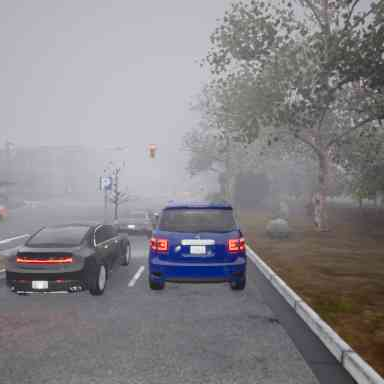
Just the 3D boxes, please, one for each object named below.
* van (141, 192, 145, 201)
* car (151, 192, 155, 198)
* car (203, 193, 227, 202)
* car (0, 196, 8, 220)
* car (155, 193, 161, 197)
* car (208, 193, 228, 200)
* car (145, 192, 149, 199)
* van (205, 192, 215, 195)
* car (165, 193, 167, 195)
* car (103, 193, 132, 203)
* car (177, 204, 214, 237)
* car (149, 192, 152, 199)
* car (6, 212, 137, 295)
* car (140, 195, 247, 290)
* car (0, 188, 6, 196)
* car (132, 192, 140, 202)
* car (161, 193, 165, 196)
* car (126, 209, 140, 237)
[{"bbox_3d":[-13.122,1.093,71.961,4.442,1.987,1.878,-1,0,-14],"label":"van"},{"bbox_3d":[-12.134,1.359,80.928,4.674,1.452,2.002,-1,0,-13],"label":"car"},{"bbox_3d":[4.780,1.142,68.512,4.553,1.767,2.185,1,0,-14],"label":"car"},{"bbox_3d":[-16.586,1.404,25.177,4.553,1.767,2.185,-1,0,-19],"label":"car"},{"bbox_3d":[-11.309,1.358,86.909,4.674,1.452,2.002,-1,0,-12],"label":"car"},{"bbox_3d":[6.595,1.129,83.209,4.553,1.767,2.185,1,0,-12],"label":"car"},{"bbox_3d":[-12.889,1.322,74.932,4.892,1.521,2.231,-1,0,-13],"label":"car"},{"bbox_3d":[4.391,1.043,65.543,4.442,1.987,1.878,1,0,-14],"label":"van"},{"bbox_3d":[-10.427,1.316,92.892,5.008,1.535,2.097,-1,0,-11],"label":"car"},{"bbox_3d":[-14.340,1.359,62.979,4.792,1.488,2.163,-1,0,-15],"label":"car"},{"bbox_3d":[0.204,1.531,19.085,1.837,1.490,4.892,0,0,0],"label":"car"},{"bbox_3d":[-12.511,1.360,77.927,4.674,1.452,2.002,-1,0,-13],"label":"car"},{"bbox_3d":[-2.876,1.515,8.741,1.837,1.490,4.892,0,0,0],"label":"car"},{"bbox_3d":[0.126,1.233,9.226,2.150,2.045,5.566,0,0,0],"label":"car"},{"bbox_3d":[-31.076,0.137,53.875,2.002,1.452,4.674,6,-3,-19],"label":"car"},{"bbox_3d":[-13.691,1.316,65.970,5.366,1.575,1.946,-1,0,-15],"label":"car"},{"bbox_3d":[-10.854,1.065,89.914,5.566,2.045,2.435,-1,0,-12],"label":"car"},{"bbox_3d":[-2.815,1.589,17.627,1.994,1.385,4.181,0,0,1],"label":"car"}]
